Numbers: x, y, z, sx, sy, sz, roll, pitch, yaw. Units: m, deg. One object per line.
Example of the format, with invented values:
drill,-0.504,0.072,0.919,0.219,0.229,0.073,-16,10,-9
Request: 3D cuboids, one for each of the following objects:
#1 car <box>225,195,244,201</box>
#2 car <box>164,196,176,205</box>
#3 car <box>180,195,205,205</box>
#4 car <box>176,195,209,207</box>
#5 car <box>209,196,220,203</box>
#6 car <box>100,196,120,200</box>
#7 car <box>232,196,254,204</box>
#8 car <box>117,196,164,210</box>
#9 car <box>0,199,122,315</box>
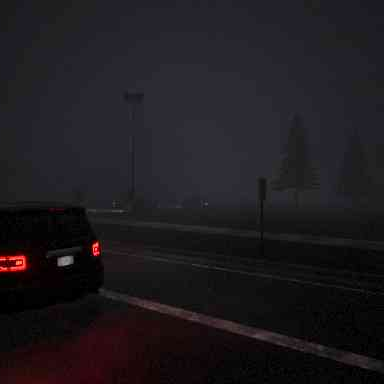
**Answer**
car,9.049,1.210,70.127,1.895,1.301,4.718,0,0,35
car,-4.602,1.502,56.836,1.837,1.490,4.892,0,1,35
car,0.144,1.353,57.514,2.097,1.767,4.553,0,0,35
car,0.168,1.506,51.450,1.837,1.490,4.892,0,0,35
car,3.815,1.563,68.742,2.033,1.411,5.357,0,0,35
car,-9.343,1.356,43.940,2.097,1.767,4.553,0,0,35
car,10.528,1.548,66.166,2.033,1.411,5.357,0,0,35
car,-6.412,1.547,42.027,2.033,1.411,5.357,0,0,35
car,-4.269,1.221,6.995,5.566,2.045,2.150,0,0,35
